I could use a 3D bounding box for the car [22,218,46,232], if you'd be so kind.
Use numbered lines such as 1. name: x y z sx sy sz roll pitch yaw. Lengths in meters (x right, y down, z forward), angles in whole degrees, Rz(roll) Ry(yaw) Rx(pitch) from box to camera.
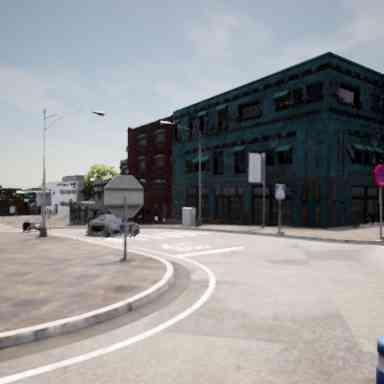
1. car: -18.189 3.799 38.312 2.128 1.511 4.902 0 -5 -37

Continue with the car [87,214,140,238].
1. car: -4.924 2.036 20.567 1.994 1.385 4.181 0 -4 -37
